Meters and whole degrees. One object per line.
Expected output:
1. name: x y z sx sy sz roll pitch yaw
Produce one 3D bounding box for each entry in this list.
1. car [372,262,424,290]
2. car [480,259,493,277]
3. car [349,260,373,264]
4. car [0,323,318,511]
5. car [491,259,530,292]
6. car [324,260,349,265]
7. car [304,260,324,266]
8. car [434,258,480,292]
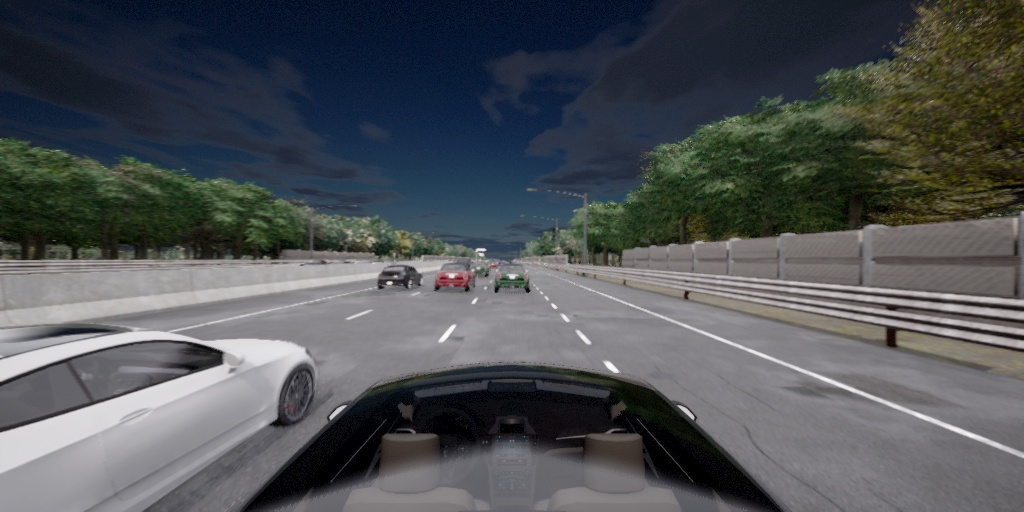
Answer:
1. car: -6.995 1.318 22.883 1.837 1.490 4.892 1 -1 0
2. car: -3.595 1.391 40.717 2.097 1.767 4.553 1 -1 0
3. car: -21.197 1.402 52.103 1.882 1.535 5.008 1 -1 0
4. car: -3.381 1.234 2.663 1.812 1.442 4.674 1 0 0
5. car: 0.007 1.264 22.874 2.097 1.767 4.553 1 -1 0
6. car: -24.692 1.352 52.055 1.882 1.535 5.008 1 -1 0
7. car: -28.187 1.336 52.004 1.837 1.490 4.892 1 -1 0
8. car: -3.493 1.214 22.854 2.097 1.767 4.553 1 -1 0
